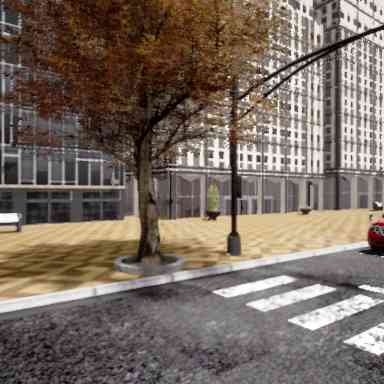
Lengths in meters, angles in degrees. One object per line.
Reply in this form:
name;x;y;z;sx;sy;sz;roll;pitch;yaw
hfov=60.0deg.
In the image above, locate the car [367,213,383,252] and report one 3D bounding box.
car;8.873;1.361;12.910;5.009;1.841;2.192;0;0;-36
